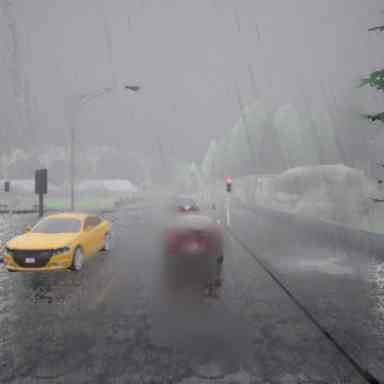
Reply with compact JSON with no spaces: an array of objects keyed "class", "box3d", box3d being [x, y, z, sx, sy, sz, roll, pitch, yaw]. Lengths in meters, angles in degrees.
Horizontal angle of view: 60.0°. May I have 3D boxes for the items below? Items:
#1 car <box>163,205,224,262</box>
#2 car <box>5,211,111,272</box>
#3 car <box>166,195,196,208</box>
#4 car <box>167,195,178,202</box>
[{"class":"car","box3d":[0.060,1.445,12.039,1.882,1.535,5.008,0,0,0]},{"class":"car","box3d":[-4.075,1.448,10.898,1.882,1.535,5.008,0,0,0]},{"class":"car","box3d":[-0.912,1.275,28.348,2.097,1.767,4.553,0,0,-13]},{"class":"car","box3d":[-3.994,1.366,69.531,1.994,1.385,4.181,0,0,0]}]
